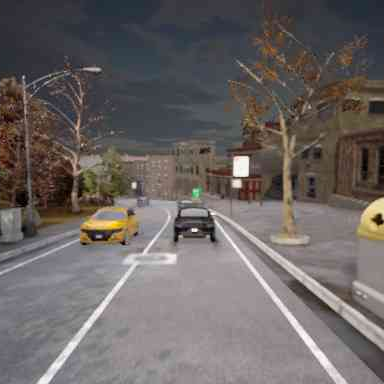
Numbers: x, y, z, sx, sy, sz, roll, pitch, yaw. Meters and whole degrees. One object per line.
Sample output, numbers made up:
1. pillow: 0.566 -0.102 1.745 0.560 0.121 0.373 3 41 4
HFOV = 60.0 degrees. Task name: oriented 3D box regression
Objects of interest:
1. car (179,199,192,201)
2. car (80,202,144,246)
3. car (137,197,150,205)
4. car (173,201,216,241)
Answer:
1. car: -0.656 1.451 34.568 1.812 1.442 4.674 0 0 -5
2. car: -3.619 1.450 15.378 1.882 1.535 5.008 0 0 0
3. car: -8.482 1.516 57.430 1.812 1.442 4.674 -2 0 -14
4. car: 0.105 1.449 16.472 1.882 1.535 5.008 0 0 0
